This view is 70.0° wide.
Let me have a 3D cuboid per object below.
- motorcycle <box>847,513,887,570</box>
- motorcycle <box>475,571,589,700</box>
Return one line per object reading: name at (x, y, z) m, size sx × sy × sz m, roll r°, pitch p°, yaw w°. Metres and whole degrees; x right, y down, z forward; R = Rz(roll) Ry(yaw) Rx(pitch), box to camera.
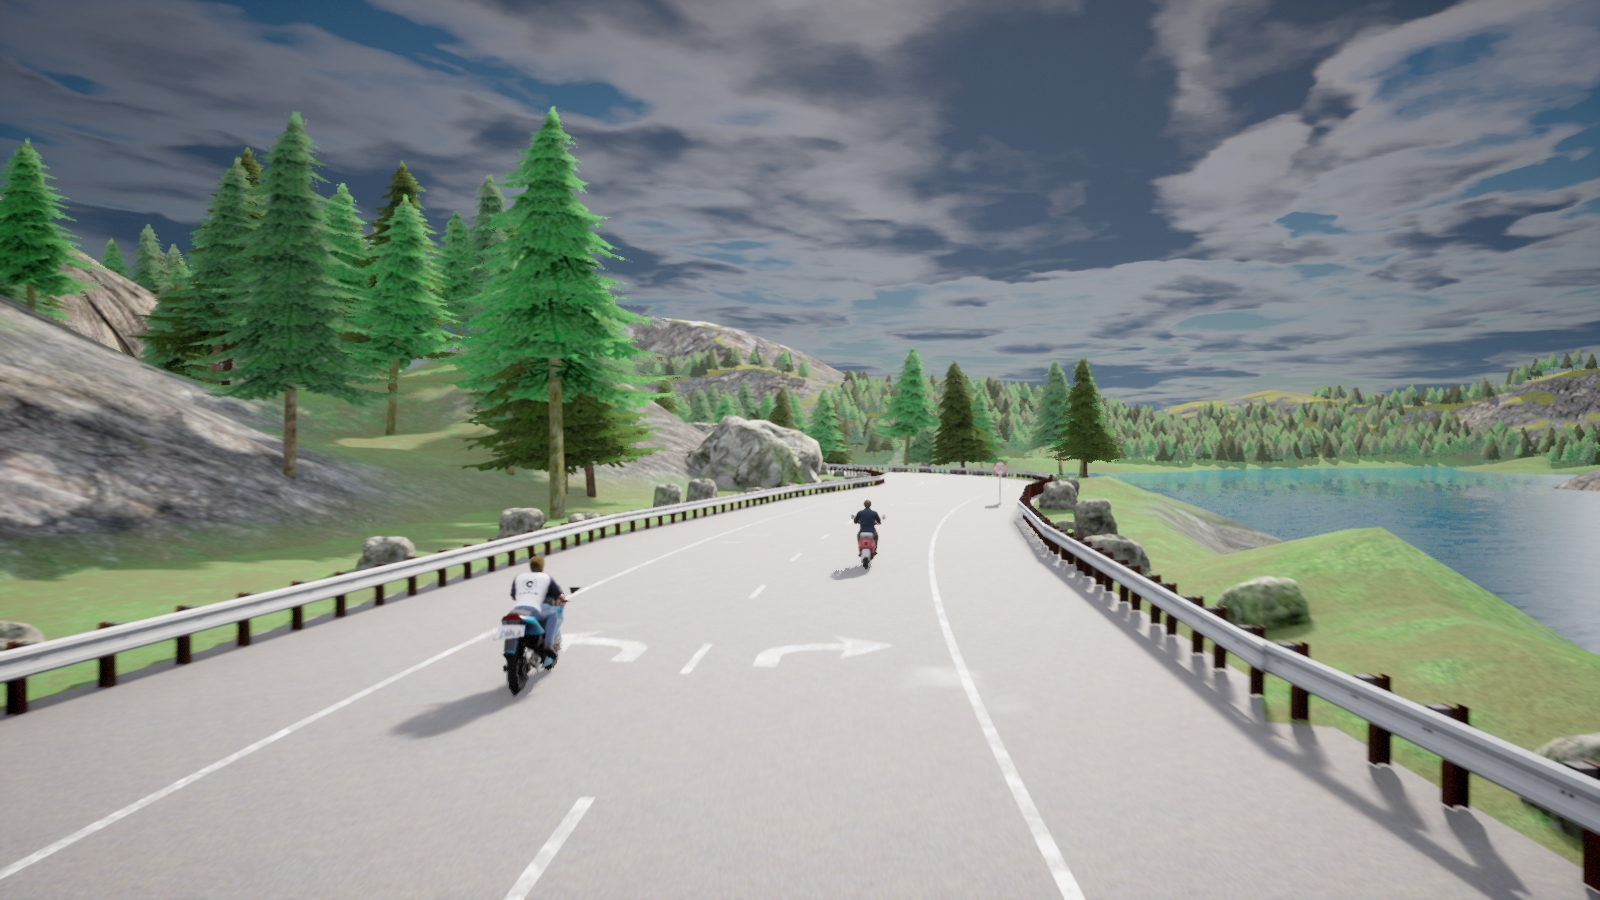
motorcycle at (1.630, 2.183, 27.587) m, size 0.856 × 1.236 × 1.805 m, roll 0°, pitch 0°, yaw 6°
motorcycle at (-3.173, 2.176, 13.739) m, size 0.803 × 1.217 × 2.033 m, roll 0°, pitch 0°, yaw 3°
